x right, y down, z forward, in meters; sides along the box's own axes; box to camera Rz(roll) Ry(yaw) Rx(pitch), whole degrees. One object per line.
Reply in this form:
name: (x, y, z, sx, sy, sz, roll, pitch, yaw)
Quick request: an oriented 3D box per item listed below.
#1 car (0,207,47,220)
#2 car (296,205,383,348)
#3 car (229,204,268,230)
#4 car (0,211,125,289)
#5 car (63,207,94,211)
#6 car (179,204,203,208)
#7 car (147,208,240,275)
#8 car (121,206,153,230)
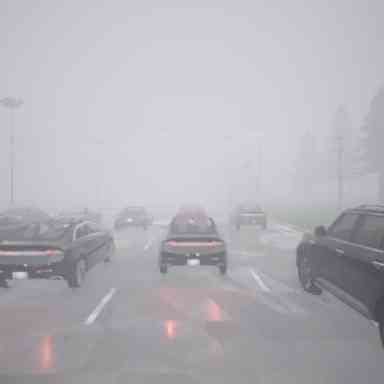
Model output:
car: (-6.992, 1.489, 11.591, 2.128, 1.511, 4.902, 0, 0, 0)
car: (3.573, 1.217, 5.609, 2.150, 2.045, 5.566, 0, 0, -1)
car: (3.451, 1.476, 21.086, 2.128, 1.511, 4.902, 0, 0, -1)
car: (-3.481, 1.486, 9.161, 2.128, 1.511, 4.902, 0, 0, 0)
car: (-7.048, 1.595, 20.952, 1.895, 1.301, 4.718, 0, 0, 0)
car: (-0.047, 1.466, 20.537, 1.882, 1.535, 5.008, 0, 0, 0)
car: (0.022, 1.485, 10.434, 2.128, 1.511, 4.902, 0, 0, 0)
car: (-3.551, 1.555, 20.909, 1.994, 1.385, 4.181, 0, 0, 0)
